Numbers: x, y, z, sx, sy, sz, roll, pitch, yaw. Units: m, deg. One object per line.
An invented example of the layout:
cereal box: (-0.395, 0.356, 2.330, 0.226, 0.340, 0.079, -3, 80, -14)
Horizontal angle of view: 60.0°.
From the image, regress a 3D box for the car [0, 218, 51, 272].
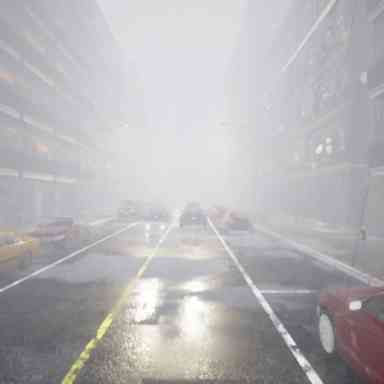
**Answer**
car: (-5.686, 1.611, 8.710, 1.752, 1.417, 4.829, 0, -1, 0)

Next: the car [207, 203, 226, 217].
car: (2.693, 1.962, 37.327, 1.802, 1.307, 4.206, 0, -1, 0)

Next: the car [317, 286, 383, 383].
car: (2.694, 1.576, 3.188, 1.887, 1.381, 4.507, 0, -1, 0)

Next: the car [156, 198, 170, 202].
car: (-5.688, 1.956, 60.090, 2.192, 1.841, 5.009, 0, -1, 0)

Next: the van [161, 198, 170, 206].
van: (-5.688, 2.120, 71.471, 1.690, 1.788, 3.998, 0, -1, 0)

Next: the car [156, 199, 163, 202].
car: (-5.688, 2.089, 48.708, 1.802, 1.307, 4.206, 0, -1, 0)

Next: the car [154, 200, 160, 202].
car: (-5.688, 2.008, 43.020, 1.947, 1.339, 4.313, 0, -1, 0)

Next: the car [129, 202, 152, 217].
car: (-5.688, 1.904, 37.160, 1.752, 1.417, 4.829, 0, -1, 0)

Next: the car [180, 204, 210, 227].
car: (0.100, 1.814, 24.962, 1.994, 1.385, 4.181, 0, -1, 0)

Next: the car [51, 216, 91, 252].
car: (-5.687, 1.726, 14.570, 1.802, 1.307, 4.206, 0, -1, 0)

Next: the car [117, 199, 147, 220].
car: (-5.686, 1.635, 31.641, 2.192, 1.841, 5.009, 0, -1, 0)

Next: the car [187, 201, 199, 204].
car: (0.099, 1.903, 41.527, 1.882, 1.535, 5.008, 0, -1, 0)

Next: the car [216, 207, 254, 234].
car: (2.693, 1.784, 20.257, 1.802, 1.307, 4.206, 0, -1, 0)

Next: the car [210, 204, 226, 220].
car: (2.693, 1.902, 31.638, 1.802, 1.307, 4.206, 0, -1, 0)

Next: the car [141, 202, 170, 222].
car: (-3.000, 1.875, 29.301, 1.994, 1.385, 4.181, 0, -1, 0)
